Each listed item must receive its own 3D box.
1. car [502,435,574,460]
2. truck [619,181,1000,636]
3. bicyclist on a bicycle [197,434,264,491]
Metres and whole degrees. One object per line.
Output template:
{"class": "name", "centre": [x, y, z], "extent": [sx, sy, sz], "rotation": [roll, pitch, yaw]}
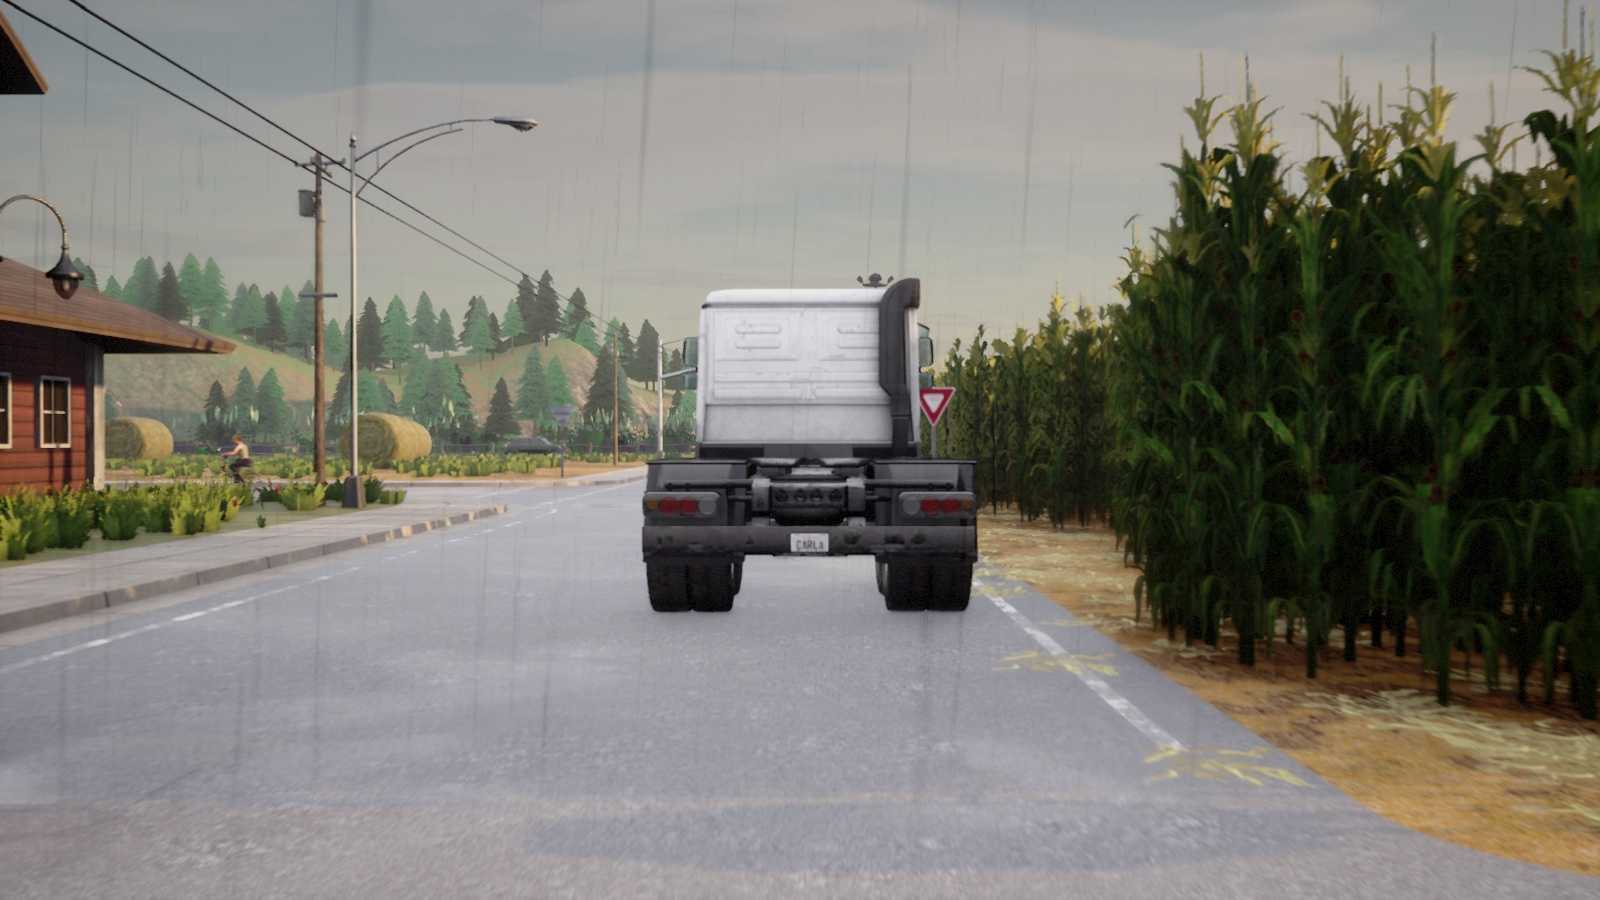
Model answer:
{"class": "car", "centre": [-18.538, -0.172, 89.013], "extent": [4.553, 1.767, 2.097], "rotation": [0, 0, 3]}
{"class": "truck", "centre": [0.093, -0.347, 13.526], "extent": [2.891, 3.462, 7.936], "rotation": [0, 0, 0]}
{"class": "bicyclist on a bicycle", "centre": [-16.344, 0.348, 36.071], "extent": [1.509, 1.612, 0.866], "rotation": [0, 0, 0]}
